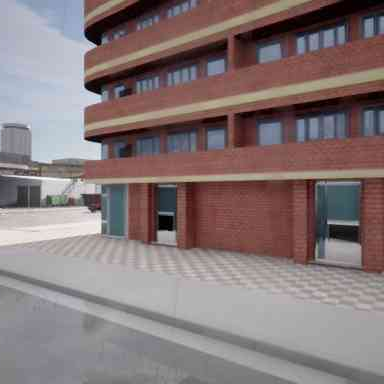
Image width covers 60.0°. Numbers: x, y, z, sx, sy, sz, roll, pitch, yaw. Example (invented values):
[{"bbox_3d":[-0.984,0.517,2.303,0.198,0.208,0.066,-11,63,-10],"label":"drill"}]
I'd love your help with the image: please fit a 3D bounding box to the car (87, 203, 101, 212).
[{"bbox_3d":[-9.504,1.601,37.753,1.895,1.301,4.718,0,0,34],"label":"car"}]
